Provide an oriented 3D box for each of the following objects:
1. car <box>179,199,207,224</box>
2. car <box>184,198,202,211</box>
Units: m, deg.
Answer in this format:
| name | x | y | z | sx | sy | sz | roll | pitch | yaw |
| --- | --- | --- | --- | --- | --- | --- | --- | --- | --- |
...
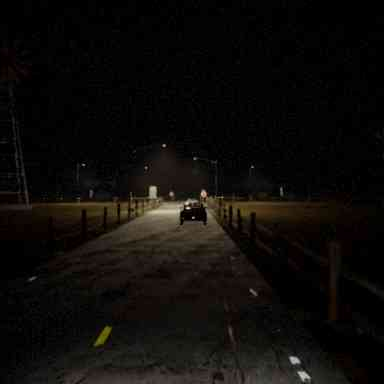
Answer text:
| name | x | y | z | sx | sy | sz | roll | pitch | yaw |
| --- | --- | --- | --- | --- | --- | --- | --- | --- | --- |
| car | 0.097 | 1.490 | 24.380 | 2.128 | 1.511 | 4.902 | 0 | 0 | 0 |
| car | 0.095 | 1.547 | 41.584 | 2.033 | 1.411 | 5.357 | 0 | 0 | 0 |
